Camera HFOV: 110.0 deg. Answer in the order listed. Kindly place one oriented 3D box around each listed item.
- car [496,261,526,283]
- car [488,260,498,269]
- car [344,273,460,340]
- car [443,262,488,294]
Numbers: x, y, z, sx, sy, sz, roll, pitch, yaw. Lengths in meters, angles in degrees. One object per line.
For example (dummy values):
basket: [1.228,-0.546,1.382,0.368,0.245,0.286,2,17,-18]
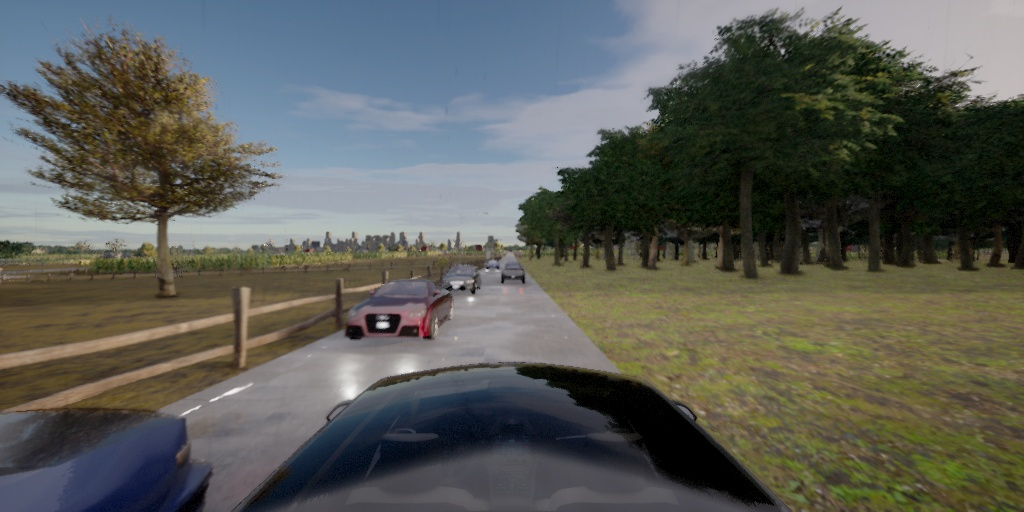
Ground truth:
car: [0.094,1.309,28.456,2.128,1.511,4.902,0,0,0]
car: [-2.815,1.330,53.475,1.812,1.442,4.674,0,0,0]
car: [-2.841,1.339,9.889,1.994,1.385,4.181,0,0,0]
car: [-2.810,1.296,20.724,2.128,1.511,4.902,0,0,0]
